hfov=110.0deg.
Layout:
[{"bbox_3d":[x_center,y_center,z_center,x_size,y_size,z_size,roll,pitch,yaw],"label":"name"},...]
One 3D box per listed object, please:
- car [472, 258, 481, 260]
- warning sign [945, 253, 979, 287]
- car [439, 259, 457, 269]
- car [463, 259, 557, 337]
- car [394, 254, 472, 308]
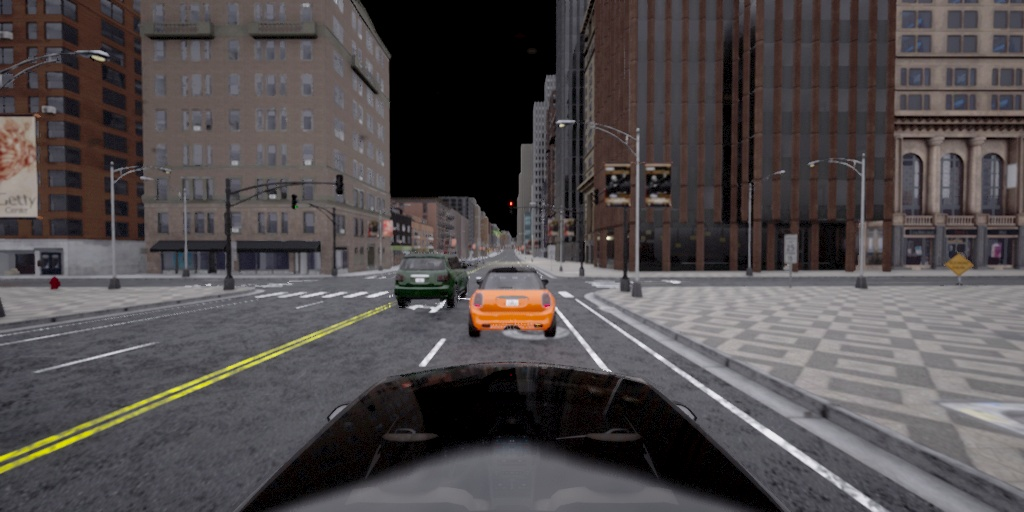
[{"bbox_3d":[-6.523,1.171,56.321,1.994,1.385,4.181,0,0,0],"label":"car"},{"bbox_3d":[25.194,0.770,20.200,1.060,1.860,1.300,0,0,0],"label":"warning sign"},{"bbox_3d":[-9.775,1.209,55.413,1.895,1.301,4.718,0,0,0],"label":"car"},{"bbox_3d":[0.017,1.074,10.315,2.097,1.767,4.553,0,0,0],"label":"car"},{"bbox_3d":[-3.194,0.930,15.151,2.150,2.045,5.566,0,0,0],"label":"car"}]
